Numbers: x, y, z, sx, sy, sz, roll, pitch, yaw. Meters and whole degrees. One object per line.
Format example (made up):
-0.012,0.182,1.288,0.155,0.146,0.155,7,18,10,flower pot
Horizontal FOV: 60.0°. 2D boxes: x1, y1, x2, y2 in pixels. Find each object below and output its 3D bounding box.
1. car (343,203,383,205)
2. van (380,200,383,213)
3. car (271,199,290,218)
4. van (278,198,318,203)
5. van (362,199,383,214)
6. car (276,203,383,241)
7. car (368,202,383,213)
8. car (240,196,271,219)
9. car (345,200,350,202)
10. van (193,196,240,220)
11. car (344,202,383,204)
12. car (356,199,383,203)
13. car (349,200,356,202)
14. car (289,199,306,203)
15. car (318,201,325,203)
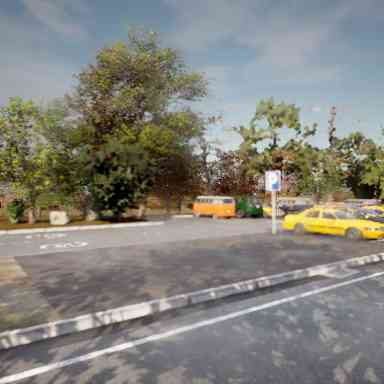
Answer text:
9.402,1.604,18.977,2.231,1.521,4.892,1,-1,-35,car
31.266,2.221,50.466,1.878,1.987,4.442,2,-1,-35,van
6.615,1.713,32.817,1.946,1.575,5.366,2,-1,-35,car
10.953,1.620,36.279,1.878,1.987,4.442,2,-1,-35,van
26.877,2.078,47.338,1.878,1.987,4.442,2,-1,-35,van
7.258,1.558,17.215,1.946,1.575,5.366,1,-1,-35,car
29.057,2.370,49.041,2.097,1.535,5.008,2,-1,-35,car
4.242,1.405,31.388,2.435,2.045,5.566,1,-1,-35,car
15.429,1.973,39.318,2.097,1.535,5.008,2,-1,-35,car
1.834,1.379,29.782,1.878,1.987,4.442,1,-1,-35,van
11.659,1.653,20.586,2.097,1.535,5.008,2,-1,-35,car
13.907,1.586,22.219,2.185,1.767,4.553,2,-1,-35,car
17.787,2.042,40.998,2.097,1.535,5.008,2,-1,-35,car
8.765,1.781,34.568,2.231,1.521,4.892,2,-1,-35,car
13.293,1.785,37.764,2.185,1.767,4.553,2,-1,-35,car
